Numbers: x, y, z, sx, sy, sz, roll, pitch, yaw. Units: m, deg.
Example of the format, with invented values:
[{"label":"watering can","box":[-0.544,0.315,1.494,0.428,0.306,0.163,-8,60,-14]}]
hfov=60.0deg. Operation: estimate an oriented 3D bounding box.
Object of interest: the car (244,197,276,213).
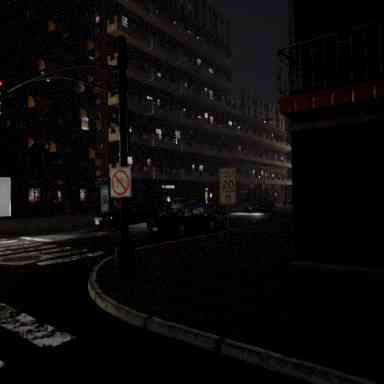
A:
[{"label":"car","box":[7.510,1.477,36.984,1.812,1.442,4.674,-1,-1,36]}]

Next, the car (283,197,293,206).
[{"label":"car","box":[15.895,1.495,52.866,1.752,1.417,4.829,-1,-1,36]}]

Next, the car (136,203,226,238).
[{"label":"car","box":[-0.391,1.435,16.756,2.008,1.369,4.403,-1,-1,36]}]

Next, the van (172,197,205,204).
[{"label":"van","box":[-0.281,1.364,30.401,1.690,1.788,3.998,-1,-1,36]}]

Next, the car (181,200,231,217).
[{"label":"car","box":[1.452,1.573,28.583,1.895,1.301,4.718,-1,-1,36]}]

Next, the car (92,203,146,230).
[{"label":"car","box":[-4.018,1.486,21.006,2.128,1.511,4.902,-1,-1,35]}]

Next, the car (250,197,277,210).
[{"label":"car","box":[9.484,1.430,43.964,1.967,1.590,4.097,-1,-1,36]}]
